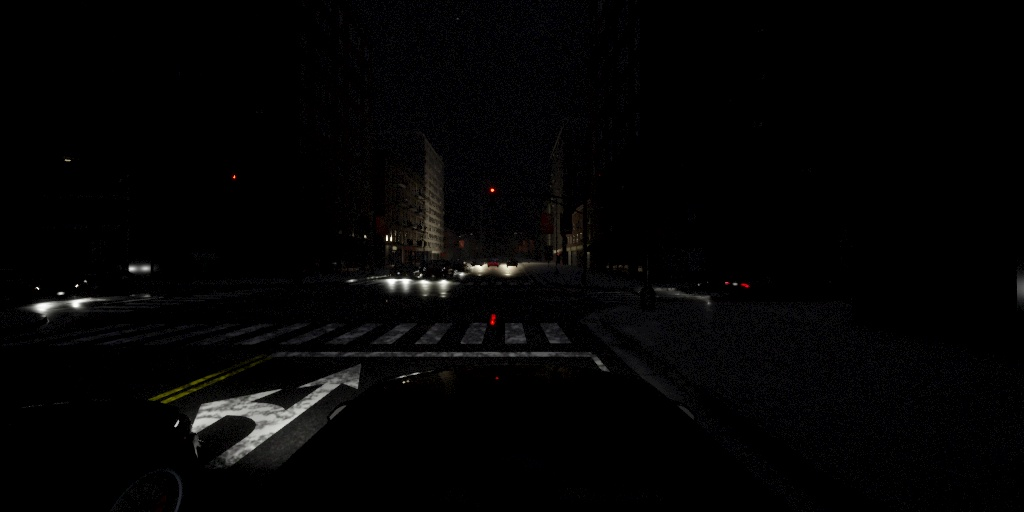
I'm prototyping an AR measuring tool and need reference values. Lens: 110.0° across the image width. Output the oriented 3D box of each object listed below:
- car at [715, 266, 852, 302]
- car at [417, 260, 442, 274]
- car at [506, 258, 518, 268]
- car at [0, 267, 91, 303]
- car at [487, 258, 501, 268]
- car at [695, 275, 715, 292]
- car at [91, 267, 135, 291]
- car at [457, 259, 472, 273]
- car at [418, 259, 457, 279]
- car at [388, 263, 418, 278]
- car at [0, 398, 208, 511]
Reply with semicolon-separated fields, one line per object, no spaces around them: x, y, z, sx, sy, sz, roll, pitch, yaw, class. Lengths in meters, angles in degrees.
12.564;1.326;16.201;5.357;1.411;2.033;0;0;0;car
-9.844;1.227;43.156;1.882;1.535;5.008;0;0;0;car
0.008;1.249;62.161;1.837;1.490;4.892;0;0;0;car
-22.895;1.292;16.100;5.357;1.411;2.033;0;0;0;car
-3.242;1.345;62.608;1.895;1.301;4.718;0;0;0;car
12.459;1.295;19.202;4.892;1.490;1.837;0;0;2;car
-25.372;1.331;21.598;4.313;1.339;1.948;0;0;0;car
-6.595;1.295;44.613;2.033;1.411;5.357;0;0;0;car
-6.595;1.103;32.243;2.097;1.767;4.553;0;0;0;car
-9.845;1.315;33.144;1.994;1.385;4.181;0;0;0;car
-3.245;1.276;0.749;1.812;1.442;4.674;0;0;0;car
